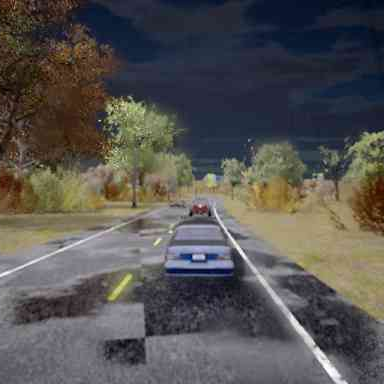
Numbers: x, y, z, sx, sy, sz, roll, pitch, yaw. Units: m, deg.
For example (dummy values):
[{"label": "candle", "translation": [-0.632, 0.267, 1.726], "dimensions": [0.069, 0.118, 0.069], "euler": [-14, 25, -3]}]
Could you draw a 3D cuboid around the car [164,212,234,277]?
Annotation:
[{"label": "car", "translation": [0.202, 1.576, 10.312], "dimensions": [2.033, 1.411, 5.357], "euler": [0, 0, 1]}]

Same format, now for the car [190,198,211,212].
[{"label": "car", "translation": [0.899, 1.434, 34.181], "dimensions": [2.097, 1.767, 4.553], "euler": [0, 0, 2]}]

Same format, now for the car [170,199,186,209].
[{"label": "car", "translation": [-2.032, 1.671, 48.411], "dimensions": [1.994, 1.385, 4.181], "euler": [0, 0, 4]}]
